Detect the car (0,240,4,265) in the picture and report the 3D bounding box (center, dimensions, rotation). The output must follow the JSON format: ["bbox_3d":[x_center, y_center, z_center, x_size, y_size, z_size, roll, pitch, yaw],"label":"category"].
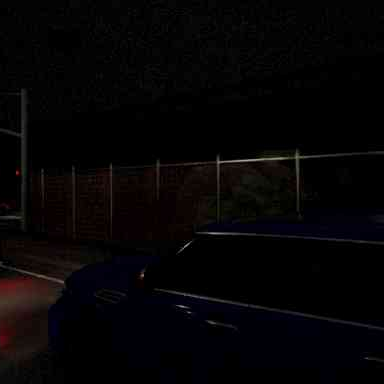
[{"bbox_3d":[-7.110,1.491,9.063,4.902,1.511,2.128,0,0,33],"label":"car"}]

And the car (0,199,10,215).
[{"bbox_3d":[-20.206,1.407,31.929,2.097,1.767,4.553,0,0,37],"label":"car"}]

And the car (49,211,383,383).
[{"bbox_3d":[0.904,1.221,3.346,5.566,2.045,2.150,0,0,35],"label":"car"}]
